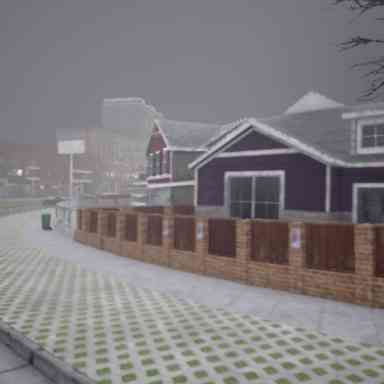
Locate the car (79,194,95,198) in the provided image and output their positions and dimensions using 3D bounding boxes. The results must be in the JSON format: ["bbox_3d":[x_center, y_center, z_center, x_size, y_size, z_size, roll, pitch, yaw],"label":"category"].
[{"bbox_3d":[-20.200,1.080,64.834,1.837,1.490,4.892,1,2,13],"label":"car"}]

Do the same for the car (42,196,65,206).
[{"bbox_3d":[-21.455,1.366,51.759,1.882,1.535,5.008,1,1,2],"label":"car"}]
